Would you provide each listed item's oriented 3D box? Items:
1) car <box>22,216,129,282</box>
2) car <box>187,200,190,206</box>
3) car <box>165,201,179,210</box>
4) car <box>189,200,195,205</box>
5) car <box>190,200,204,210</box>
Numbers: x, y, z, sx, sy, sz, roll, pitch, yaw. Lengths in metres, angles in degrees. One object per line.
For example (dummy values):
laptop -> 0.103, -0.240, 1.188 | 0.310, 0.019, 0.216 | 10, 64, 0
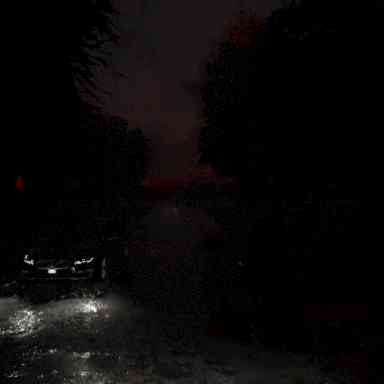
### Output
car -> -3.099, 1.510, 9.790 | 1.837, 1.490, 4.892 | 0, 0, 0
car -> 0.006, 2.369, 72.645 | 1.994, 1.385, 4.181 | 0, -1, 0
car -> -3.061, 2.088, 52.064 | 2.033, 1.411, 5.357 | 0, -1, 0
car -> 0.008, 2.990, 93.716 | 1.895, 1.301, 4.718 | 0, -1, 0
car -> 1.054, 2.041, 54.291 | 1.801, 1.575, 5.366 | 0, -1, 0
